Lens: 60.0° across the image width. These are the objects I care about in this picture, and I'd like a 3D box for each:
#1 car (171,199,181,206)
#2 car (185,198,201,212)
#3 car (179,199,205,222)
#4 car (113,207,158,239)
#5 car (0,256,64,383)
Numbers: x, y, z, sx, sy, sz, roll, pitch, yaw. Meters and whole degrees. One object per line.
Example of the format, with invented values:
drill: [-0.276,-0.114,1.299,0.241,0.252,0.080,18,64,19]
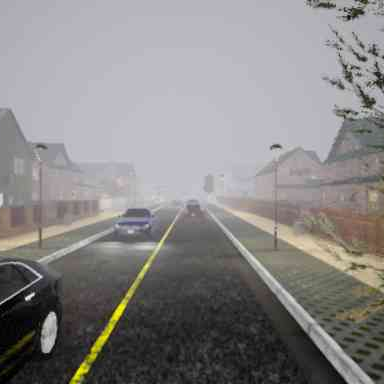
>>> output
car: [-2.759,1.843,59.582,1.895,1.301,4.718,0,0,0]
car: [0.094,1.576,40.958,1.882,1.535,5.008,0,0,0]
car: [0.092,1.580,27.076,1.812,1.442,4.674,0,0,0]
car: [-2.852,1.559,17.709,1.812,1.442,4.674,0,1,0]
car: [-2.843,1.509,3.149,1.837,1.490,4.892,0,0,0]
